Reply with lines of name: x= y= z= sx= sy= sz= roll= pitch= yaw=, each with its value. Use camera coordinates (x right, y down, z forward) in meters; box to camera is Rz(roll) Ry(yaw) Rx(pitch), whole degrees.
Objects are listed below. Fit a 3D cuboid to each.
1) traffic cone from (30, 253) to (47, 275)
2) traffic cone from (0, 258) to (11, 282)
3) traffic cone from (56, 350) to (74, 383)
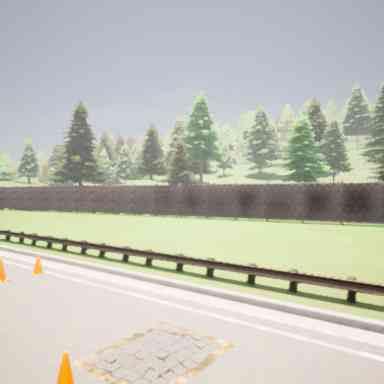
traffic cone: x=-4.395 y=2.037 z=9.515 sx=0.340 sy=0.580 sz=0.340 roll=0 pitch=-1 yaw=36
traffic cone: x=-4.989 y=2.025 z=8.711 sx=0.340 sy=0.580 sz=0.340 roll=0 pitch=-1 yaw=36
traffic cone: x=-1.350 y=1.990 z=3.538 sx=0.340 sy=0.580 sz=0.340 roll=0 pitch=-1 yaw=36
